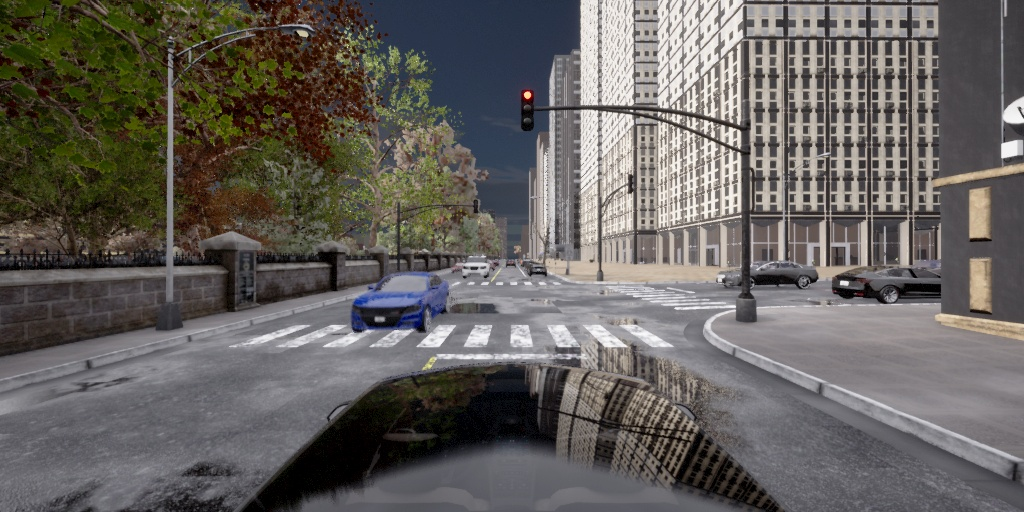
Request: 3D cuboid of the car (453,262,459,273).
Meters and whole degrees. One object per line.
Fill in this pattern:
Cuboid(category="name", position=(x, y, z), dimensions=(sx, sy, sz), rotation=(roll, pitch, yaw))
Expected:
Cuboid(category="car", position=(-5.888, 1.351, 41.667), dimensions=(1.802, 1.307, 4.207), rotation=(0, 0, 0))

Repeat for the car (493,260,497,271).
Cuboid(category="car", position=(-3.314, 1.300, 48.322), dimensions=(1.812, 1.442, 4.674), rotation=(0, 0, -1))

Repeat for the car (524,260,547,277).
Cuboid(category="car", position=(2.521, 1.331, 36.077), dimensions=(1.948, 1.339, 4.313), rotation=(0, 0, 0))

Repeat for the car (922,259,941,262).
Cuboid(category="car", position=(23.474, 0.882, 19.442), dimensions=(5.357, 1.411, 2.033), rotation=(-1, 0, -1))

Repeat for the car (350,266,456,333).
Cuboid(category="car", position=(-3.141, 1.229, 10.989), dimensions=(1.882, 1.535, 5.008), rotation=(0, 0, 0))

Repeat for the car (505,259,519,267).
Cuboid(category="car", position=(-0.213, 1.299, 65.109), dimensions=(1.837, 1.490, 4.892), rotation=(0, 0, 0))

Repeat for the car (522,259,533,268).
Cuboid(category="car", position=(2.493, 1.335, 41.709), dimensions=(1.948, 1.339, 4.313), rotation=(0, 0, 0))

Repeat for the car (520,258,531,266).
Cuboid(category="car", position=(2.465, 1.340, 47.342), dimensions=(1.948, 1.339, 4.313), rotation=(0, 0, 0))

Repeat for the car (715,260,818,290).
Cuboid(category="car", position=(13.656, 0.993, 19.349), dimensions=(4.902, 1.511, 2.128), rotation=(-1, 0, 0))

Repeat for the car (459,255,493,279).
Cuboid(category="car", position=(-3.253, 0.979, 33.258), dimensions=(2.150, 2.045, 5.566), rotation=(0, 1, 0))

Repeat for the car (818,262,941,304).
Cuboid(category="car", position=(14.630, 1.026, 13.555), dimensions=(4.313, 1.339, 1.948), rotation=(0, 0, -1))

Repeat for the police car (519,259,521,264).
Cuboid(category="police car", position=(2.824, 1.218, 64.501), dimensions=(1.930, 1.638, 5.238), rotation=(0, 0, 0))
